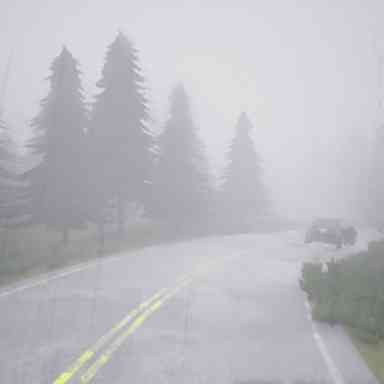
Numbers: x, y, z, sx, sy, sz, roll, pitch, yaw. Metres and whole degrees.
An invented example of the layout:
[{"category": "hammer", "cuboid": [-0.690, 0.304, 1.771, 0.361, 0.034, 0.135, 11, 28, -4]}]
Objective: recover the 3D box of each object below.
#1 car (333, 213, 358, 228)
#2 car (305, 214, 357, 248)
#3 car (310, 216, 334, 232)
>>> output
[{"category": "car", "cuboid": [19.873, 3.650, 43.302, 1.882, 1.535, 5.008, 2, -1, 12]}, {"category": "car", "cuboid": [8.803, 2.406, 20.809, 2.097, 1.767, 4.553, 4, -1, 38]}, {"category": "car", "cuboid": [13.170, 3.174, 33.644, 1.895, 1.301, 4.718, 3, -2, 25]}]
